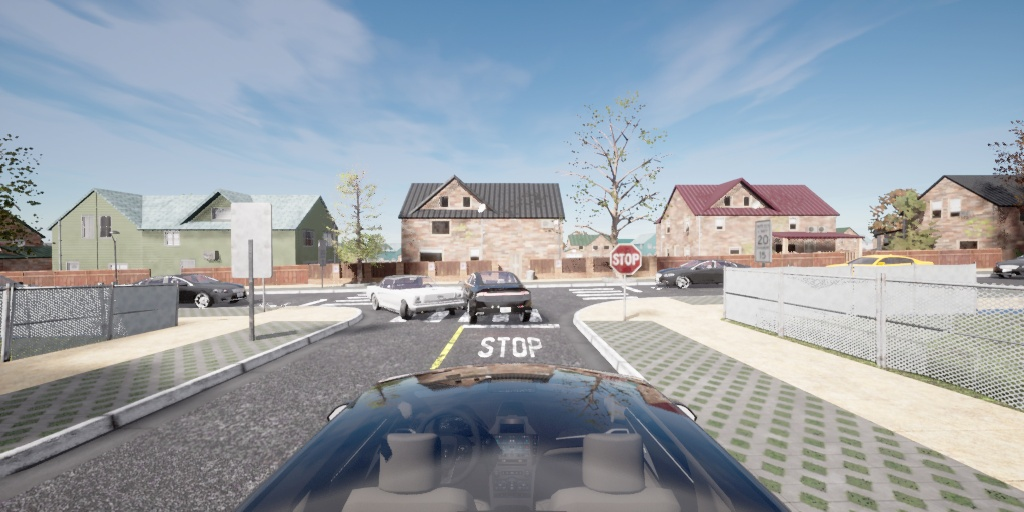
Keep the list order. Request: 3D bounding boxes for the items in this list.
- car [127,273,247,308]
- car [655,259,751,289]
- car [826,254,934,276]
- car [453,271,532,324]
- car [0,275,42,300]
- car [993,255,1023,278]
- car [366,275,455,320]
[{"bbox_3d":[-14.898,1.566,16.397,4.902,1.511,2.128,-1,1,0],"label":"car"},{"bbox_3d":[10.335,0.926,19.444,4.902,1.511,2.128,-1,1,0],"label":"car"},{"bbox_3d":[19.766,0.690,19.479,5.008,1.535,1.882,-1,1,-1],"label":"car"},{"bbox_3d":[-0.683,1.242,12.039,2.128,1.511,4.902,0,0,-12],"label":"car"},{"bbox_3d":[-24.236,1.648,16.358,4.553,1.767,2.097,-1,1,0],"label":"car"},{"bbox_3d":[29.390,0.478,19.513,4.902,1.511,2.128,-1,1,0],"label":"car"},{"bbox_3d":[-3.600,1.368,12.899,1.895,1.301,4.718,0,0,-38],"label":"car"}]
